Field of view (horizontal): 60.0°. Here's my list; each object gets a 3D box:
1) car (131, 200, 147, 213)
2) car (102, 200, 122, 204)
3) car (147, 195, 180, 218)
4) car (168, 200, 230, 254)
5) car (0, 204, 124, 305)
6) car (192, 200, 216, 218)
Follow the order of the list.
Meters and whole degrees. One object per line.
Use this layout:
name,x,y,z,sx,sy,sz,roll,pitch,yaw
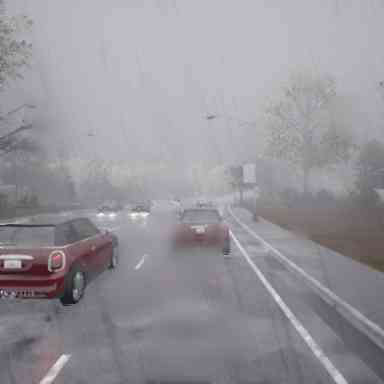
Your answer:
car,-5.533,1.598,37.885,1.994,1.385,4.181,0,0,5
car,-9.080,1.595,37.458,1.994,1.385,4.181,0,0,5
car,-2.364,1.250,30.665,2.150,2.045,5.566,0,0,4
car,0.353,1.367,13.703,2.097,1.767,4.553,0,0,2
car,-3.279,1.358,8.291,2.097,1.767,4.553,0,0,1
car,1.190,1.524,31.274,2.128,1.511,4.902,0,0,4
